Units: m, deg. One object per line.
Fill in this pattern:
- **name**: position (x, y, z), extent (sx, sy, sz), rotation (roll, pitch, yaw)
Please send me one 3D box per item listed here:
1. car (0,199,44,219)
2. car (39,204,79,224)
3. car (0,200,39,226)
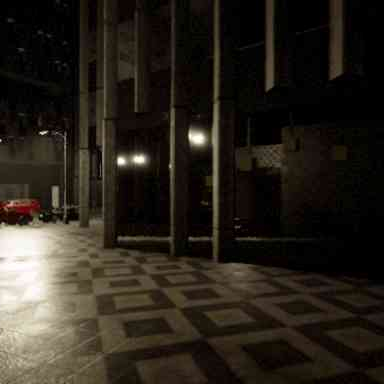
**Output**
- **car**: position (-18.339, 1.735, 34.473), extent (2.192, 1.841, 5.009), rotation (0, 0, 35)
- **car**: position (-11.392, 2.031, 29.531), extent (1.947, 1.339, 4.313), rotation (0, 0, 35)
- **car**: position (-14.657, 1.751, 24.929), extent (2.192, 1.841, 5.009), rotation (0, 0, 35)
